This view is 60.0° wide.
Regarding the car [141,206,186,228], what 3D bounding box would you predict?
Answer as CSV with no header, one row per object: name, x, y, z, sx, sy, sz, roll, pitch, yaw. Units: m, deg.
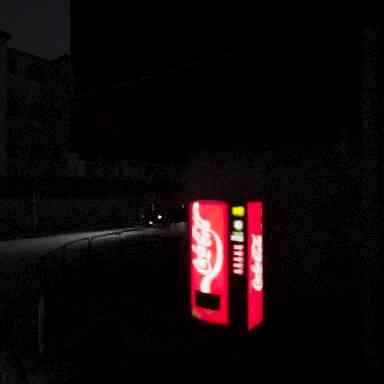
car,-1.422,1.710,23.586,1.895,1.301,4.718,-1,0,36
